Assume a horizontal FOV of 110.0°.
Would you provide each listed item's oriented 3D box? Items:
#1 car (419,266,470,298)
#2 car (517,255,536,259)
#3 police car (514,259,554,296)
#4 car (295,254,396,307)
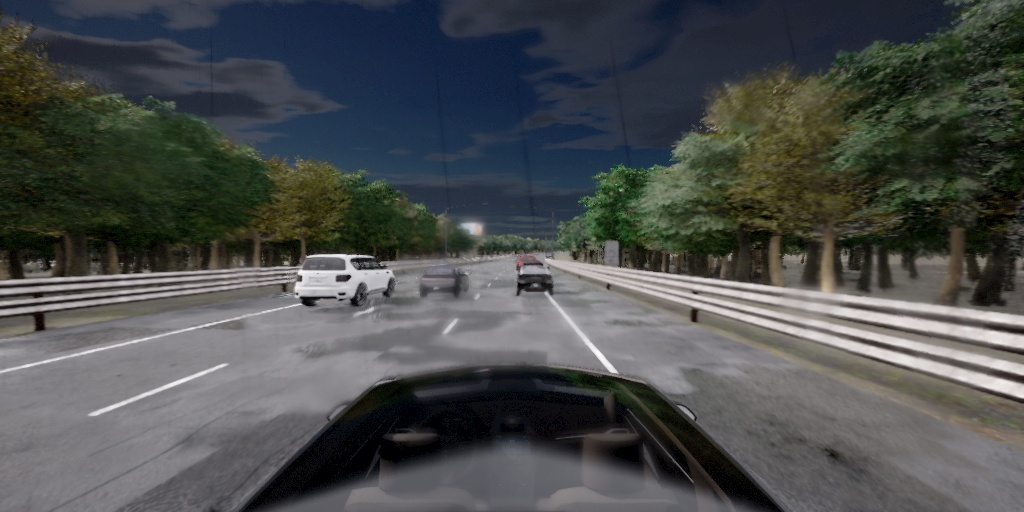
[{"bbox_3d":[-3.311,1.230,18.256,2.128,1.511,4.902,0,0,1],"label":"car"},{"bbox_3d":[1.478,0.963,35.297,2.150,2.045,5.566,0,0,2],"label":"car"},{"bbox_3d":[1.158,1.170,19.505,1.930,1.638,5.238,0,0,1],"label":"police car"},{"bbox_3d":[-6.862,0.957,15.417,2.150,2.045,5.566,0,0,1],"label":"car"}]
